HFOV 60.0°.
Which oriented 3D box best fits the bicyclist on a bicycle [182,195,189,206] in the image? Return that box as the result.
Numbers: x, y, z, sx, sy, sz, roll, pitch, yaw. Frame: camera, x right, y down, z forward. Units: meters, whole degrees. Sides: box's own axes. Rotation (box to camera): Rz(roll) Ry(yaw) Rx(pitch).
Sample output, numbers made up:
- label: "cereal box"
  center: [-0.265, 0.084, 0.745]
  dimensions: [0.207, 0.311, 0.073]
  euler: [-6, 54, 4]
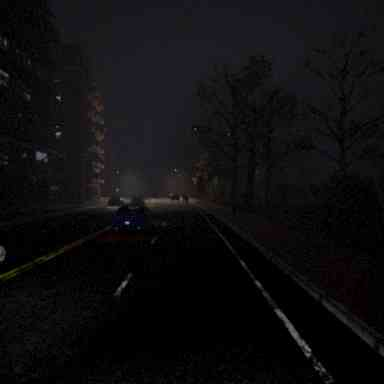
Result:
- label: "bicyclist on a bicycle"
  center: [-0.723, 1.332, 49.647]
  dimensions: [0.582, 1.620, 1.656]
  euler: [0, 0, -4]

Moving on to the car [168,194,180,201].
- label: "car"
  center: [-3.879, 1.303, 75.752]
  dimensions: [1.837, 1.490, 4.892]
  euler: [0, 0, -6]

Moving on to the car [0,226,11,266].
- label: "car"
  center: [-6.650, 1.487, 8.654]
  dimensions: [1.837, 1.490, 4.892]
  euler: [0, 0, -1]

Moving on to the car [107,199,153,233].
- label: "car"
  center: [-3.384, 1.435, 19.545]
  dimensions: [1.882, 1.535, 5.008]
  euler: [0, 0, -1]

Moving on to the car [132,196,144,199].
- label: "car"
  center: [-8.314, 1.372, 51.046]
  dimensions: [2.128, 1.511, 4.902]
  euler: [0, 0, -4]

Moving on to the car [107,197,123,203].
- label: "car"
  center: [-11.535, 1.433, 50.619]
  dimensions: [2.033, 1.411, 5.357]
  euler: [0, 0, -4]

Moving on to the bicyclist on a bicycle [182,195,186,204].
- label: "bicyclist on a bicycle"
  center: [-1.398, 1.307, 58.710]
  dimensions: [0.582, 1.620, 1.656]
  euler: [0, 0, -5]

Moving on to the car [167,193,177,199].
- label: "car"
  center: [-5.377, 1.164, 89.003]
  dimensions: [2.128, 1.511, 4.902]
  euler: [0, 0, -7]
